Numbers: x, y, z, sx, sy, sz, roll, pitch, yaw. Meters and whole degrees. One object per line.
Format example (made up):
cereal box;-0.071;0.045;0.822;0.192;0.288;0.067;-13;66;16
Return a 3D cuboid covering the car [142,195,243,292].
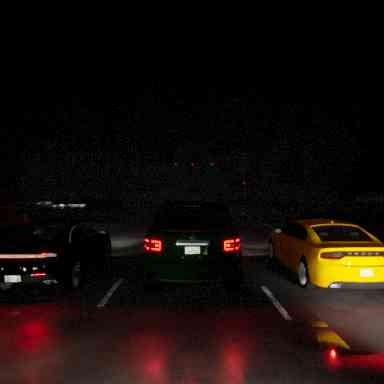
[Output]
car;-0.011;1.213;9.089;2.150;2.045;5.566;0;0;0

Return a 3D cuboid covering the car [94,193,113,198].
car;-18.605;1.059;69.326;2.097;1.767;4.553;0;0;-1

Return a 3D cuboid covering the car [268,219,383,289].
car;3.477;1.469;9.143;1.882;1.535;5.008;0;0;0

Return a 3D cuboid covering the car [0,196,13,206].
car;-28.859;1.372;49.748;1.994;1.385;4.181;0;0;-1

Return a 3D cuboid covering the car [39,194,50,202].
car;-29.070;1.192;67.210;1.882;1.535;5.008;0;0;-1

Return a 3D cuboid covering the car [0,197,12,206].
car;-18.022;1.468;29.334;2.033;1.411;5.357;0;0;-1

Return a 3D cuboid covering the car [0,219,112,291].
car;-3.519;1.483;8.945;2.128;1.511;4.902;0;0;0

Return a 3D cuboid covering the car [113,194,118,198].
car;-18.774;1.191;79.041;2.033;1.411;5.357;0;0;-1

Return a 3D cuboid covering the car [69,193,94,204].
car;-18.453;1.340;55.556;1.994;1.385;4.181;0;1;-1

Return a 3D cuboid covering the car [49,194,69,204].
car;-21.956;1.335;56.491;1.994;1.385;4.181;0;1;-1

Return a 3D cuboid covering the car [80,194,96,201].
car;-22.136;1.172;71.108;1.882;1.535;5.008;0;0;-1
